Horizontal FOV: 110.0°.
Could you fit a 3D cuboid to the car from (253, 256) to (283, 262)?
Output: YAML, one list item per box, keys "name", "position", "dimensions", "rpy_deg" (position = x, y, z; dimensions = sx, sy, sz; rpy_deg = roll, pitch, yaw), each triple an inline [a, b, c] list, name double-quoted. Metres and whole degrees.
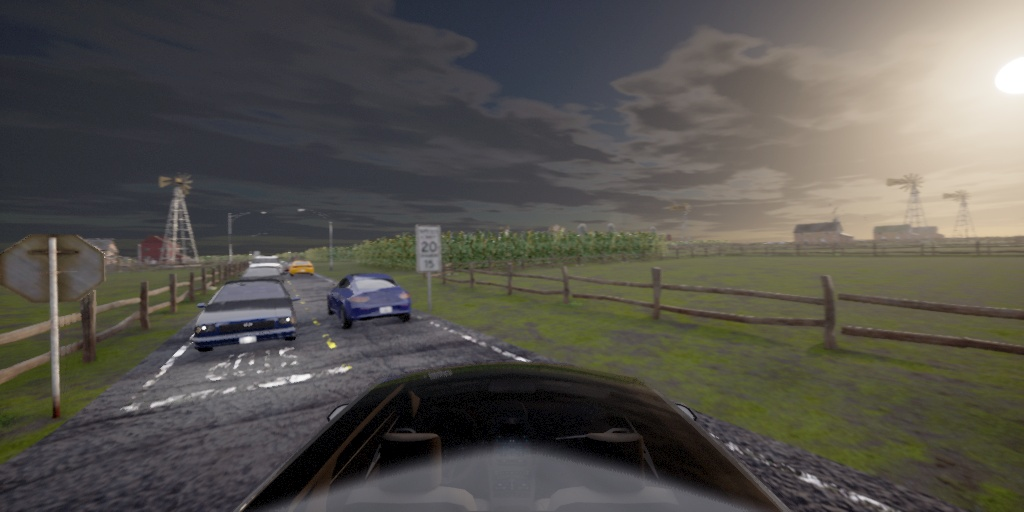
- name: "car"
  position: [-21.346, 1.025, 31.177]
  dimensions: [2.150, 2.045, 5.566]
  rpy_deg: [-1, 0, -34]

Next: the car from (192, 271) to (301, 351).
- name: "car"
  position: [-6.870, 1.332, 9.565]
  dimensions: [2.033, 1.411, 5.357]
  rpy_deg: [-1, 1, -33]

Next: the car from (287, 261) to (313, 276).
- name: "car"
  position: [-21.442, 1.223, 36.501]
  dimensions: [1.882, 1.535, 5.008]
  rpy_deg: [-1, 1, -33]

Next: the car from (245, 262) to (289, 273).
- name: "car"
  position: [-13.141, 1.270, 18.944]
  dimensions: [1.882, 1.535, 5.008]
  rpy_deg: [-1, 1, -34]

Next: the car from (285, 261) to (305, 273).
- name: "car"
  position: [-27.504, 1.316, 45.461]
  dimensions: [1.994, 1.385, 4.181]
  rpy_deg: [-1, 1, -34]

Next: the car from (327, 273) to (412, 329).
- name: "car"
  position: [-4.589, 1.252, 11.320]
  dimensions: [1.812, 1.442, 4.674]
  rpy_deg: [-1, 1, -34]
